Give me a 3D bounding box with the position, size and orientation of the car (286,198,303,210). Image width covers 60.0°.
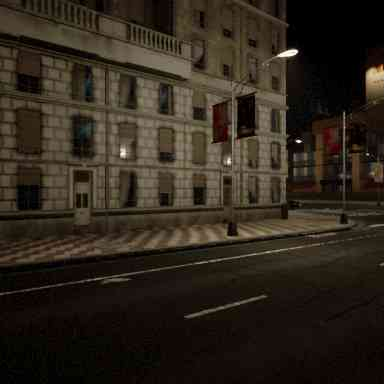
[{"bbox_3d":[12.335,1.491,44.160,2.128,1.511,4.902,0,0,-36],"label":"car"}]
